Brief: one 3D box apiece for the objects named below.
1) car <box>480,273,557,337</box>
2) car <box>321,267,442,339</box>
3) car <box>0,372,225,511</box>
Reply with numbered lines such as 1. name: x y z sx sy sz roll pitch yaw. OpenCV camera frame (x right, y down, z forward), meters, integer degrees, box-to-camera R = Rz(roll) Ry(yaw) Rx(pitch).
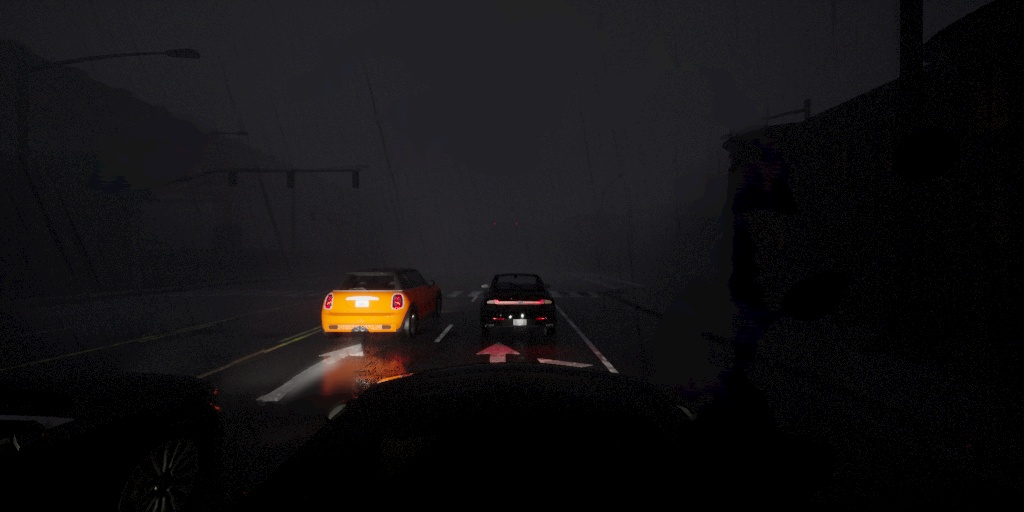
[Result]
1. car: 0.115 1.241 10.292 2.128 1.511 4.902 0 0 -1
2. car: -3.394 1.102 10.250 2.097 1.767 4.553 0 0 0
3. car: -3.400 1.242 1.101 2.128 1.511 4.902 0 0 0
